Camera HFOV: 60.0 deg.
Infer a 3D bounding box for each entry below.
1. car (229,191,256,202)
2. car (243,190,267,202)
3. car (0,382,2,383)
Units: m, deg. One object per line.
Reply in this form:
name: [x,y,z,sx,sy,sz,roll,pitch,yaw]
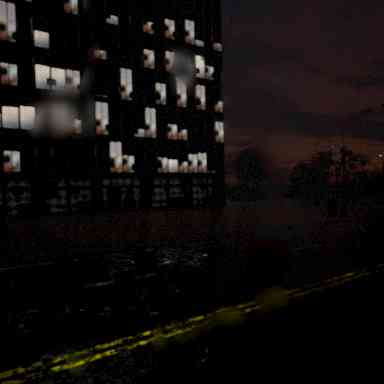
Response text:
car: [8.630,1.017,59.856,1.882,1.535,5.008,-2,1,-33]
car: [11.408,0.666,61.553,2.150,2.045,5.566,-2,1,-32]
car: [-3.253,1.553,1.118,4.674,1.442,1.812,-1,1,-35]
